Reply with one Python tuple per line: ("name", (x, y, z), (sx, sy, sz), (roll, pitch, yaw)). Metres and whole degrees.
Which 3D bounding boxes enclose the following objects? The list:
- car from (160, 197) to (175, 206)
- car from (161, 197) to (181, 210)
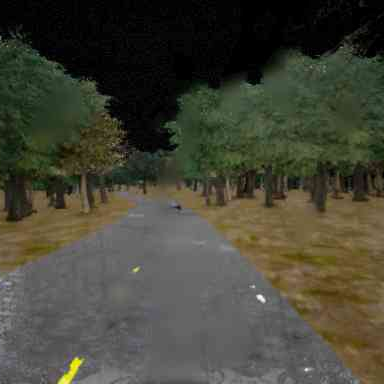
("car", (-3.856, 1.481, 52.559), (1.994, 1.385, 4.181), (0, 0, -9))
("car", (-2.461, 1.505, 42.007), (1.994, 1.385, 4.181), (0, 0, -7))
